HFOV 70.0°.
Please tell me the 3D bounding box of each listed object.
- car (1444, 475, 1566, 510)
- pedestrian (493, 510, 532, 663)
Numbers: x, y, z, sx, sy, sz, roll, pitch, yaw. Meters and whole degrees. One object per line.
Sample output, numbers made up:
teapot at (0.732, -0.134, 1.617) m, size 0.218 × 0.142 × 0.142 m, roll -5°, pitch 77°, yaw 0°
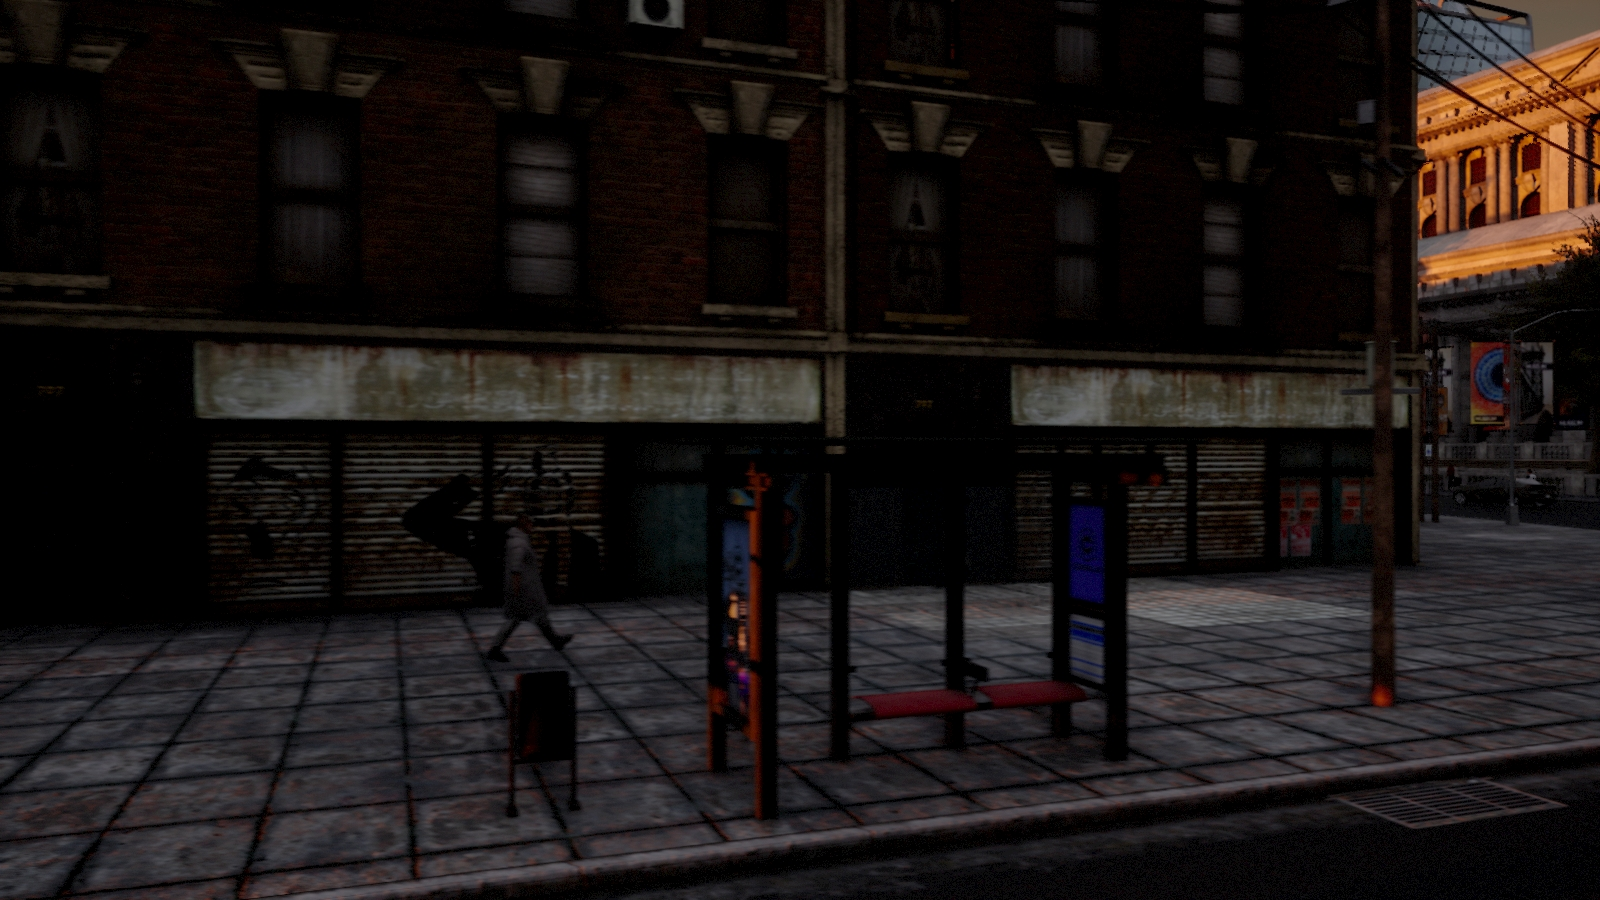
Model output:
car at (34.645, 2.035, 56.350) m, size 2.097 × 1.535 × 5.006 m, roll 0°, pitch 0°, yaw -16°
pedestrian at (-3.608, 1.697, 14.320) m, size 0.375 × 1.860 × 0.375 m, roll 0°, pitch 0°, yaw -33°
